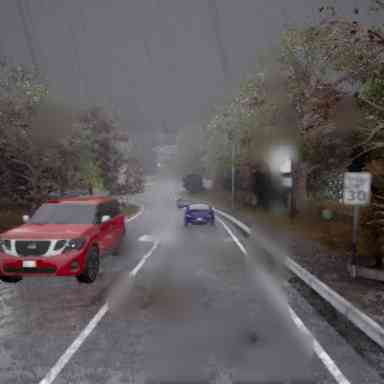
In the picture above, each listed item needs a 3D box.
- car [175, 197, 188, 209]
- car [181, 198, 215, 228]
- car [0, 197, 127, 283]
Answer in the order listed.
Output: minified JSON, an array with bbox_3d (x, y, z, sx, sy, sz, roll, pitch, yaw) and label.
[{"bbox_3d":[-1.028,1.344,42.662,1.994,1.385,4.181,-1,2,-8],"label":"car"},{"bbox_3d":[0.439,1.427,21.950,1.882,1.535,5.008,0,0,0],"label":"car"},{"bbox_3d":[-3.436,1.188,9.909,2.150,2.045,5.566,0,0,1],"label":"car"}]
